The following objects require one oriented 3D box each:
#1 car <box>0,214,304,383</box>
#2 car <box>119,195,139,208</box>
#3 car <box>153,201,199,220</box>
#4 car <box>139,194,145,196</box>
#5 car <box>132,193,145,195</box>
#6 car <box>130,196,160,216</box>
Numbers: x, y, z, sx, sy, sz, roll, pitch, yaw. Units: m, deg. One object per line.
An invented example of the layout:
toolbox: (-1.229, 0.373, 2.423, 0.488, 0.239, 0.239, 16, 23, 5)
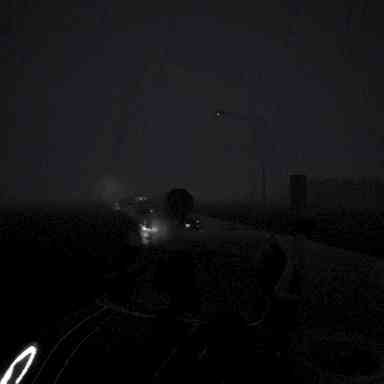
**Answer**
car: (0.122, 1.351, 3.932, 2.097, 1.767, 4.553, 0, 0, 22)
car: (-9.154, 1.519, 46.975, 2.033, 1.411, 5.357, -1, 0, -19)
car: (-0.824, 1.483, 19.452, 1.837, 1.490, 4.892, -1, 0, -15)
car: (-5.374, 1.428, 44.645, 2.128, 1.511, 4.902, -1, 0, -19)
car: (-8.886, 1.160, 54.431, 2.150, 2.045, 5.566, -1, 0, -19)
car: (-4.296, 1.464, 31.849, 2.128, 1.511, 4.902, -1, 0, -17)
